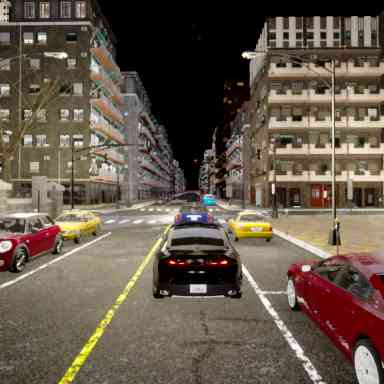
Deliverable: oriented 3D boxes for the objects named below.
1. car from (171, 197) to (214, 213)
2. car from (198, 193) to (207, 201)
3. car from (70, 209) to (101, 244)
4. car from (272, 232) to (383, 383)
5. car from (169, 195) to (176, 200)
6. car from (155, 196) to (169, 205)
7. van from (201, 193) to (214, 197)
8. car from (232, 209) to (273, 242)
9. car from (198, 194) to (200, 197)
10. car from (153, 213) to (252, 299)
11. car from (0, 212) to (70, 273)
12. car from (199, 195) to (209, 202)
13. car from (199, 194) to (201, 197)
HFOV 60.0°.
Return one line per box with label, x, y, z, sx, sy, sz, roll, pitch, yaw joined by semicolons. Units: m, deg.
car;0.134;1.354;18.718;2.097;1.767;4.553;0;0;1
car;2.770;1.249;88.088;2.192;1.841;5.009;1;0;0
car;-5.669;1.527;15.923;1.752;1.417;4.829;1;0;0
car;2.703;1.546;4.835;1.887;1.381;4.507;1;0;0
car;-5.613;1.516;88.152;1.802;1.307;4.206;1;0;0
car;-5.635;1.556;59.796;1.802;1.307;4.206;1;0;0
van;2.744;1.321;54.061;1.690;1.788;3.998;1;0;0
car;2.712;1.527;16.239;1.752;1.417;4.829;1;0;0
car;2.749;1.534;65.404;1.947;1.339;4.313;1;0;0
car;0.109;1.506;8.458;1.837;1.490;4.892;0;0;0
car;-5.672;1.442;10.478;1.967;1.590;4.097;1;0;0
car;2.759;1.503;76.746;2.008;1.369;4.403;1;0;0
car;2.745;1.519;59.734;1.887;1.381;4.507;1;0;0
